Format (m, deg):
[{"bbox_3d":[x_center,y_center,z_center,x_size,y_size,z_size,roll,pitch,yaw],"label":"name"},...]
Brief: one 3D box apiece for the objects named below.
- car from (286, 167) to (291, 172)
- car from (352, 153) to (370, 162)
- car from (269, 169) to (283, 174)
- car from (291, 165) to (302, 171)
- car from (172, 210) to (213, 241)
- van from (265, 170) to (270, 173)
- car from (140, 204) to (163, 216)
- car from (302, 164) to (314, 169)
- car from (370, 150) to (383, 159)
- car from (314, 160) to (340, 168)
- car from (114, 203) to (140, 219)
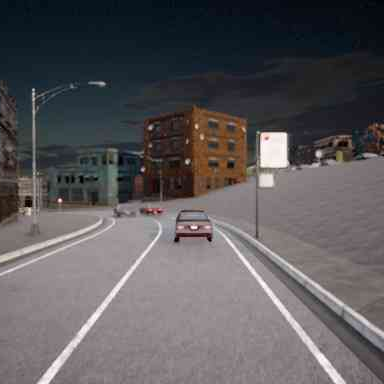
[{"bbox_3d":[21.097,-4.516,68.782,2.185,1.767,4.553,0,1,-1],"label":"car"},{"bbox_3d":[21.712,-4.056,41.161,2.231,1.521,4.892,0,1,-1],"label":"car"},{"bbox_3d":[20.851,-4.503,79.797,2.231,1.521,4.892,0,1,-1],"label":"car"},{"bbox_3d":[21.220,-4.453,63.263,2.185,1.767,4.553,0,1,-1],"label":"car"},{"bbox_3d":[-0.013,1.635,17.124,2.033,1.411,5.357,0,-1,-2],"label":"car"},{"bbox_3d":[20.731,-4.779,85.191,1.878,1.987,4.442,0,0,-1],"label":"van"},{"bbox_3d":[-5.086,2.149,40.233,1.895,1.301,4.718,-1,-1,-23],"label":"car"},{"bbox_3d":[21.346,-4.219,57.591,2.002,1.452,4.674,0,1,-1],"label":"car"},{"bbox_3d":[21.843,-3.975,35.643,2.231,1.521,4.892,0,1,-1],"label":"car"},{"bbox_3d":[21.468,-4.318,52.097,2.185,1.767,4.553,0,1,-1],"label":"car"},{"bbox_3d":[-7.097,1.966,35.114,1.837,1.490,4.892,0,-2,-20],"label":"car"}]
